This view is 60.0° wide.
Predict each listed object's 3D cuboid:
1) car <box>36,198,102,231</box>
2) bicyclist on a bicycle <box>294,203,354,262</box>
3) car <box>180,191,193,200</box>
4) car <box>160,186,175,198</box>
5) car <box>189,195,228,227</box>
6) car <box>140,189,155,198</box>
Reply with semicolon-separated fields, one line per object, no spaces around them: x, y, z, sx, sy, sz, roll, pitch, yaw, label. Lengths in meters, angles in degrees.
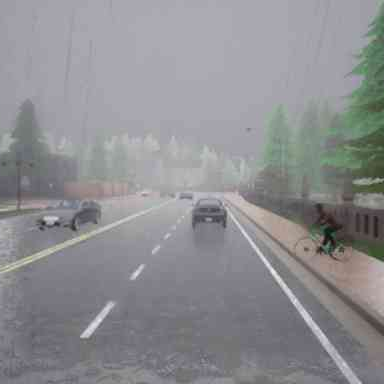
-6.246;1.076;17.425;2.128;1.511;4.902;1;1;3;car
3.657;1.137;9.205;1.656;1.620;0.582;1;1;3;bicyclist on a bicycle
-0.821;0.516;51.775;1.895;1.301;4.718;1;1;3;car
-4.171;-0.012;57.514;2.150;2.045;5.566;1;1;4;car
1.004;1.111;19.197;1.837;1.490;4.892;1;1;3;car
-7.668;0.211;57.805;1.882;1.535;5.008;1;1;4;car
